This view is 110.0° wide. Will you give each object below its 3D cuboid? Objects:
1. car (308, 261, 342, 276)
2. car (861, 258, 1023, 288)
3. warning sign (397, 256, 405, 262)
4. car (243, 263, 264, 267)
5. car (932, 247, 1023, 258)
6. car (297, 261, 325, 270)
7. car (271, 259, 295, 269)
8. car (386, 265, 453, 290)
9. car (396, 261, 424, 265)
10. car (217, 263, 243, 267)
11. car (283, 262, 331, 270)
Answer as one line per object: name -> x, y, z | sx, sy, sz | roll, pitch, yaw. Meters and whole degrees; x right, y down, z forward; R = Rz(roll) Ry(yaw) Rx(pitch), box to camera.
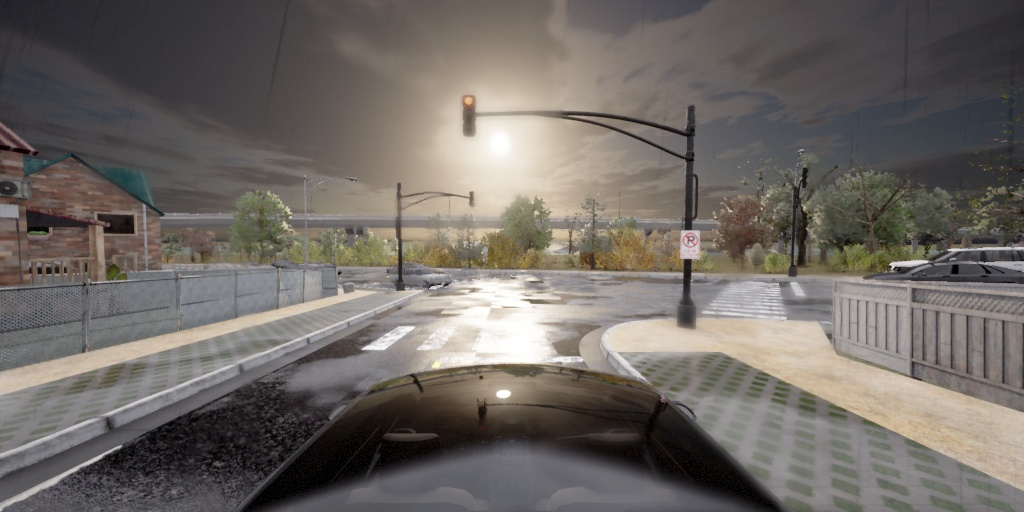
car -> -20.297, 1.495, 38.865 | 4.181, 1.385, 1.994 | 0, 2, 36
car -> 18.198, 1.013, 15.230 | 4.892, 1.490, 1.837 | -2, 1, 36
warning sign -> -14.327, 0.719, 46.220 | 1.060, 1.860, 1.300 | 0, 0, 36
car -> -36.904, 1.639, 50.996 | 4.181, 1.385, 1.994 | -1, 2, 36
car -> 21.506, 0.611, 16.833 | 5.566, 2.045, 2.150 | 0, 2, 36
car -> -30.623, 1.429, 54.489 | 4.718, 1.301, 1.895 | -1, 2, 36
car -> -33.027, 1.435, 52.284 | 4.902, 1.511, 2.128 | 0, 2, 36
car -> -6.278, 1.513, 24.697 | 4.718, 1.301, 1.895 | 0, 2, 36
car -> -8.044, 1.379, 29.985 | 5.357, 1.411, 2.033 | -1, 2, 36
car -> -38.400, 1.708, 48.061 | 4.674, 1.442, 1.812 | -1, 1, 36
car -> -19.750, 1.586, 34.456 | 4.181, 1.385, 1.994 | 0, 2, 36
